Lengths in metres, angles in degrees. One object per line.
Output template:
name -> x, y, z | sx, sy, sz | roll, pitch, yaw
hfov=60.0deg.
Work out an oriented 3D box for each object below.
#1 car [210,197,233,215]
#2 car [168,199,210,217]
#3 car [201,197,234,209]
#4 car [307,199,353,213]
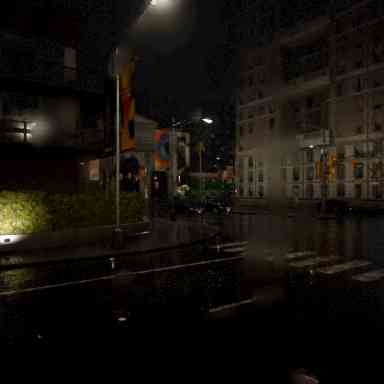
car -> 2.136, 1.491, 34.211 | 2.128, 1.511, 4.902 | 0, 0, -35
car -> -0.655, 1.526, 32.093 | 1.812, 1.442, 4.674 | 0, 0, -35
car -> 3.516, 1.478, 46.457 | 1.882, 1.535, 5.008 | 0, 0, -35
car -> 14.933, 1.504, 36.355 | 1.837, 1.490, 4.892 | -1, 0, -37
